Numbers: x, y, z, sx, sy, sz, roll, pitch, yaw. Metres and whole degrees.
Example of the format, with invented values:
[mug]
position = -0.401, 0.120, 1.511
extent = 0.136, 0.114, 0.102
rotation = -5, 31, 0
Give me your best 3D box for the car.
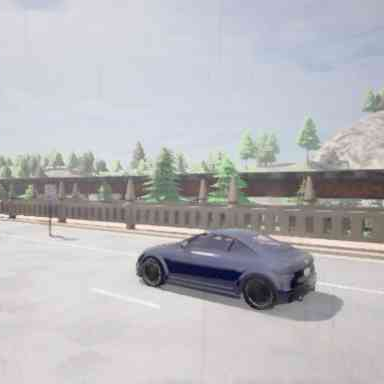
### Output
[car]
position = 0.649, 1.543, 7.767
extent = 4.181, 1.385, 1.994
rotation = 0, 0, 36
